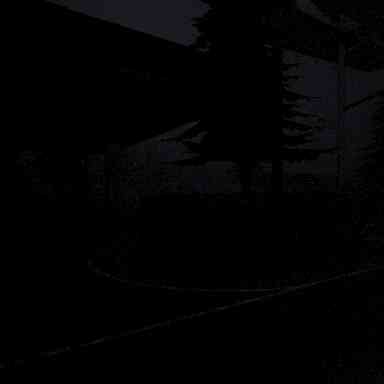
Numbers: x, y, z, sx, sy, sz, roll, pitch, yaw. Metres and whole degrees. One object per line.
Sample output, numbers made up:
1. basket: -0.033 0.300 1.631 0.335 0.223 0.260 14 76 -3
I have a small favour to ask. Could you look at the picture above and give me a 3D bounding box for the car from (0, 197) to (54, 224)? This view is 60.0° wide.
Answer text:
1. car: -11.955 1.313 23.487 3.866 1.878 1.905 0 0 -36
